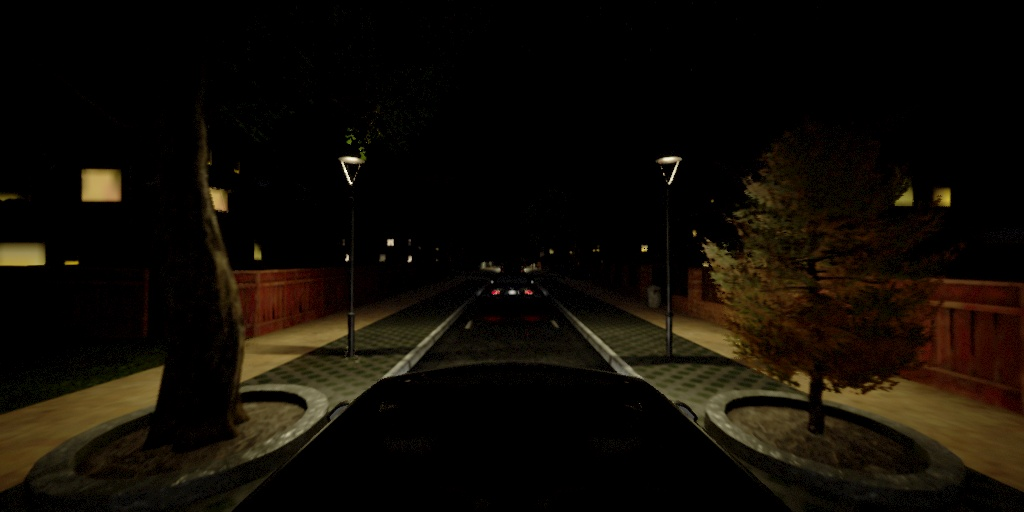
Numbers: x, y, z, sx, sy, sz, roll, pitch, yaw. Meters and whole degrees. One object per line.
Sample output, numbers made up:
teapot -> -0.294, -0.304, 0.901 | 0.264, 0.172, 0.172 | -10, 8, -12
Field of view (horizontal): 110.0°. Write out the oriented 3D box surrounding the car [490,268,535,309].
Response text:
car -> 0.010, 1.433, 15.835 | 2.033, 1.411, 5.357 | 0, -1, 0

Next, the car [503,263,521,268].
car -> 0.014, 1.392, 30.927 | 2.097, 1.767, 4.553 | 0, -1, 0
